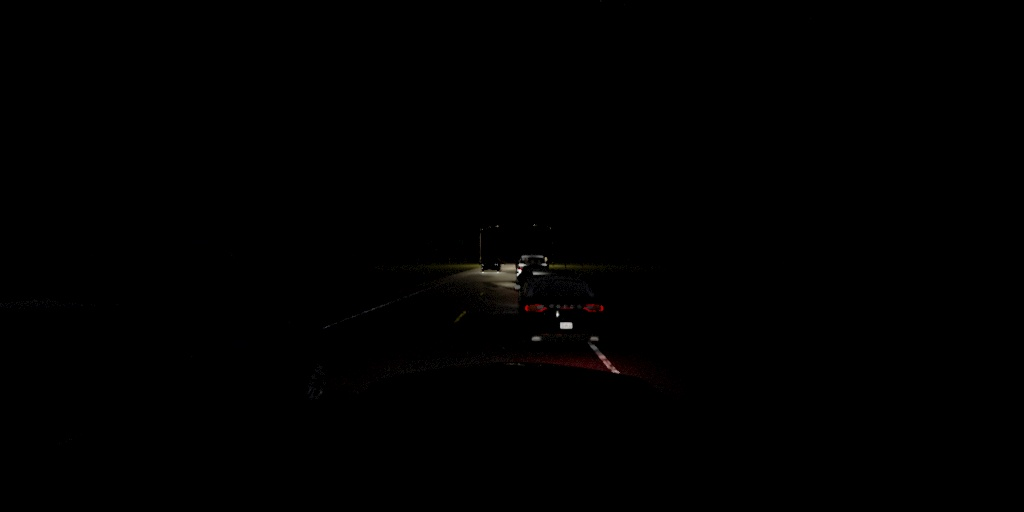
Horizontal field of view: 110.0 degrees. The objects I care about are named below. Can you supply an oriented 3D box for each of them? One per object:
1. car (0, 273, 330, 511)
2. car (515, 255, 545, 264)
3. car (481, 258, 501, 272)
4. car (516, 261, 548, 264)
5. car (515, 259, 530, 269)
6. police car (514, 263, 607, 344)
[{"bbox_3d":[-3.580,1.100,3.047,2.097,1.767,4.553,0,0,0],"label":"car"},{"bbox_3d":[1.391,0.933,25.520,2.150,2.045,5.566,0,0,2],"label":"car"},{"bbox_3d":[-2.542,1.017,44.253,2.097,1.767,4.553,0,0,3],"label":"car"},{"bbox_3d":[1.247,1.227,19.511,1.837,1.490,4.892,0,0,1],"label":"car"},{"bbox_3d":[1.551,1.206,52.783,1.994,1.385,4.181,0,0,4],"label":"car"},{"bbox_3d":[1.095,1.164,9.651,1.930,1.638,5.238,0,0,1],"label":"police car"}]
